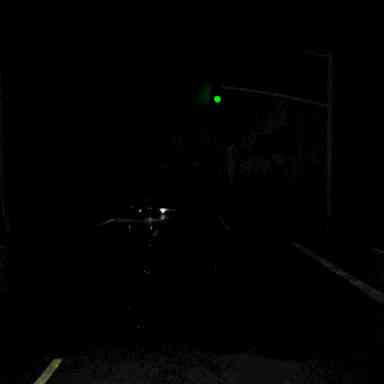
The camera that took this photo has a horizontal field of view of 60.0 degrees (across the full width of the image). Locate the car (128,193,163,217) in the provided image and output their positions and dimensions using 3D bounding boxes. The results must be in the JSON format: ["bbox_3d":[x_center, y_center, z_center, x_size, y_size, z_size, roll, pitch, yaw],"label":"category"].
[{"bbox_3d":[-3.490,0.993,24.901,1.837,1.490,4.892,0,1,0],"label":"car"}]

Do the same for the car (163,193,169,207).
[{"bbox_3d":[-3.438,0.824,35.236,2.033,1.411,5.357,0,1,0],"label":"car"}]
